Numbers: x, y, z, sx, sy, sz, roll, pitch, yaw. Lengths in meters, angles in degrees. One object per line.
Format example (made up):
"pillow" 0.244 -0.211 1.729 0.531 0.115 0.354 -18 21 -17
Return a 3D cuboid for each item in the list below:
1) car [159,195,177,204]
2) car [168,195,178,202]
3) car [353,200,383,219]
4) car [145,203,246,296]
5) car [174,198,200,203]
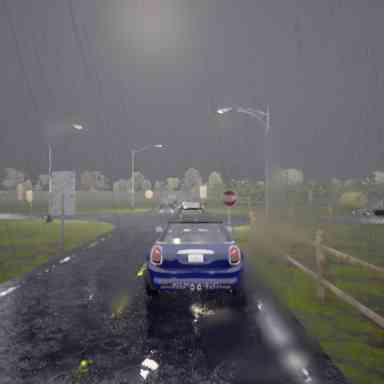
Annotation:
"car" -3.385 1.432 46.078 1.837 1.490 4.892 0 0 -1
"car" -3.993 1.412 70.877 2.033 1.411 5.357 0 0 -2
"car" 16.219 1.457 27.918 4.902 1.511 2.128 0 0 10
"car" 0.065 1.341 8.784 2.097 1.767 4.553 0 0 0
"car" -0.075 1.469 25.202 2.128 1.511 4.902 0 0 -1
